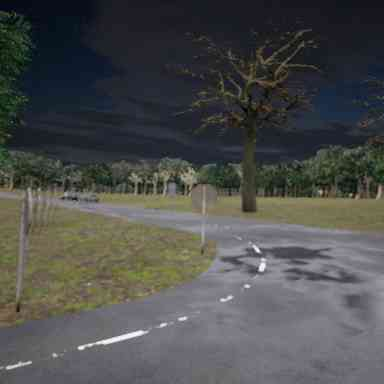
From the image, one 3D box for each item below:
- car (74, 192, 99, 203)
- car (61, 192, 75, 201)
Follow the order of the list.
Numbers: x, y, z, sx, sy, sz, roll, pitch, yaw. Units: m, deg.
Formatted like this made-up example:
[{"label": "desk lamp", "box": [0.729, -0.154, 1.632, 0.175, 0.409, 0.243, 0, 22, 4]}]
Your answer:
[{"label": "car", "box": [-15.309, 0.899, 49.262, 2.128, 1.511, 4.902, 3, -1, -35]}, {"label": "car", "box": [-21.196, 0.722, 57.655, 2.097, 1.767, 4.553, 3, -2, -35]}]
